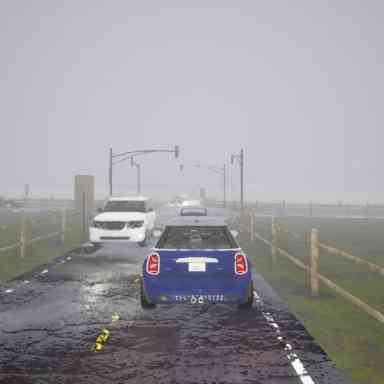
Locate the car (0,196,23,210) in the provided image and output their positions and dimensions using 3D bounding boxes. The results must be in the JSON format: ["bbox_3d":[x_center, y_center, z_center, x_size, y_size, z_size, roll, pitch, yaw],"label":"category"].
[{"bbox_3d":[-21.078,1.112,36.297,5.008,1.535,1.882,1,0,0],"label":"car"}]

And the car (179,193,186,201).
[{"bbox_3d":[-2.773,1.574,73.227,1.994,1.385,4.181,0,0,0],"label":"car"}]

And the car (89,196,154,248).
[{"bbox_3d":[-2.867,1.224,15.095,2.150,2.045,5.566,0,0,0],"label":"car"}]

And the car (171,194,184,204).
[{"bbox_3d":[-2.871,1.542,61.635,1.812,1.442,4.674,0,0,1],"label":"car"}]

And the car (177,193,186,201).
[{"bbox_3d":[-2.734,1.254,87.844,2.150,2.045,5.566,0,0,0],"label":"car"}]

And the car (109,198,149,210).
[{"bbox_3d":[-7.950,1.501,42.165,4.718,1.301,1.895,1,0,-41],"label":"car"}]

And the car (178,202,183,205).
[{"bbox_3d":[0.080,1.507,17.196,1.837,1.490,4.892,0,0,0],"label":"car"}]

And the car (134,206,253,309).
[{"bbox_3d":[0.090,1.353,8.030,2.097,1.767,4.553,0,0,0],"label":"car"}]
